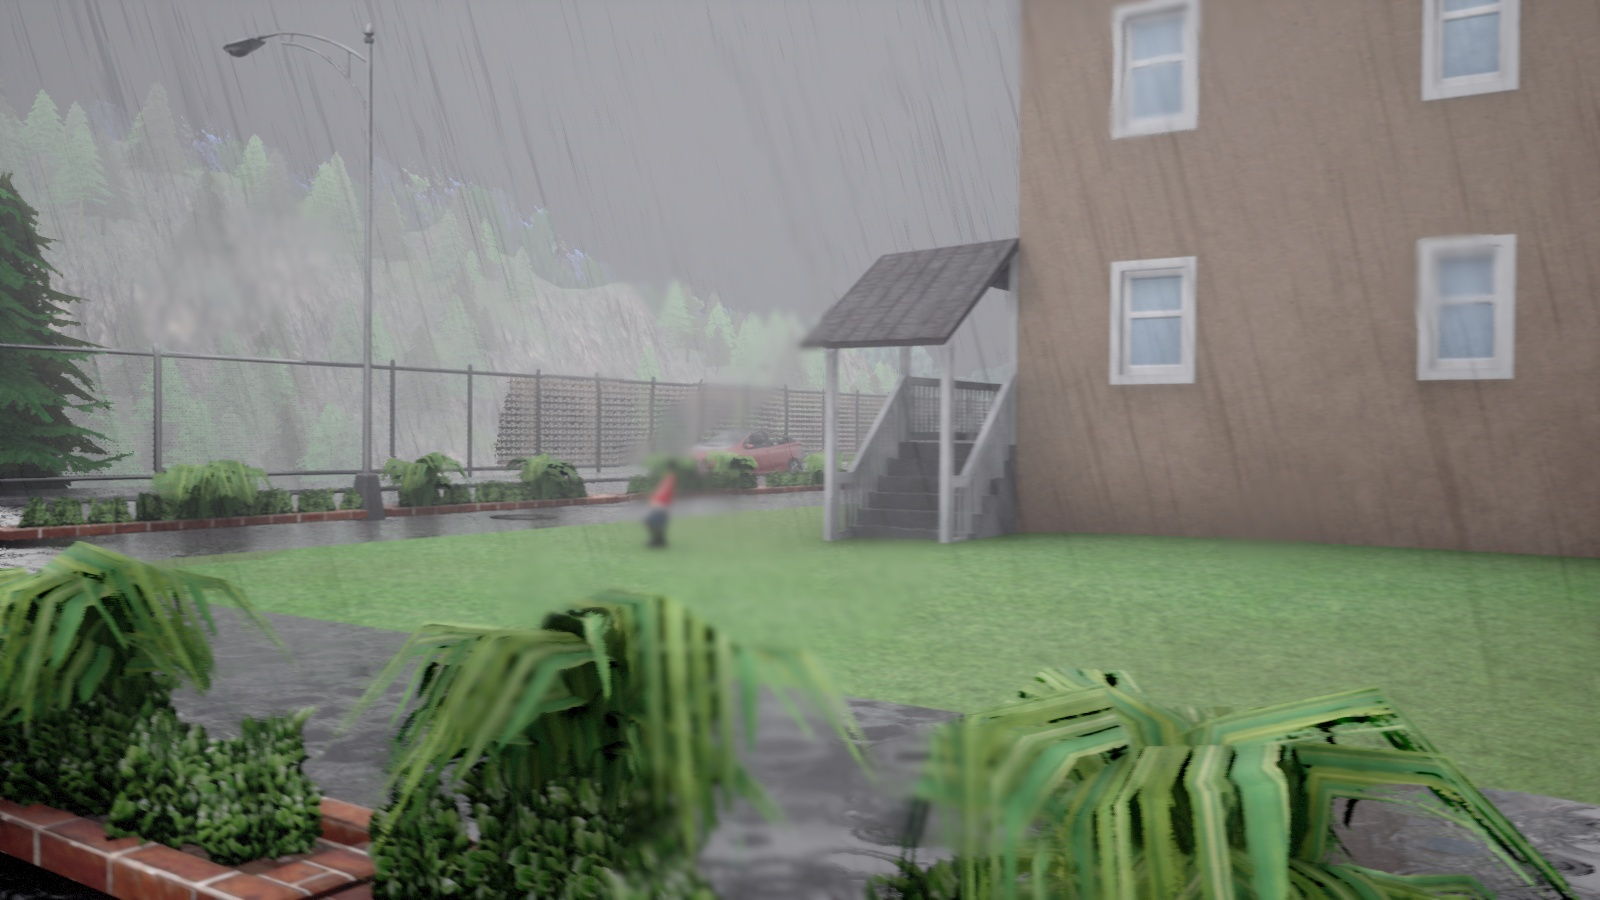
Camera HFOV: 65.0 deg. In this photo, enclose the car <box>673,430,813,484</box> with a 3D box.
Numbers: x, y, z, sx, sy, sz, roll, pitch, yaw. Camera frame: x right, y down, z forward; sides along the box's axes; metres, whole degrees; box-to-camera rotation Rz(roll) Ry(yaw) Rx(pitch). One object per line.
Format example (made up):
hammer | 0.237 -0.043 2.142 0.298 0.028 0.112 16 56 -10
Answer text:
car | -1.684 0.167 38.604 2.007 1.525 4.514 0 1 34
